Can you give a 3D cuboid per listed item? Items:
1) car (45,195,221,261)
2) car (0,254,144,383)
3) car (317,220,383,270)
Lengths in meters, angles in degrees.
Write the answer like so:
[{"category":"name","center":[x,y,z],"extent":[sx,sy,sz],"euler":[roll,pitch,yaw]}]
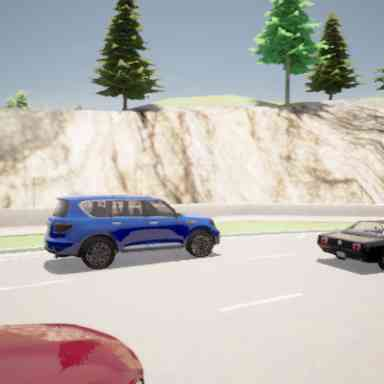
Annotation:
[{"category":"car","center":[-1.737,1.117,10.784],"extent":[5.566,2.045,2.150],"euler":[0,0,-30]},{"category":"car","center":[-2.470,1.493,1.793],"extent":[4.674,1.442,1.812],"euler":[0,0,-36]},{"category":"car","center":[6.435,1.544,10.511],"extent":[4.718,1.301,1.895],"euler":[0,1,-21]}]
